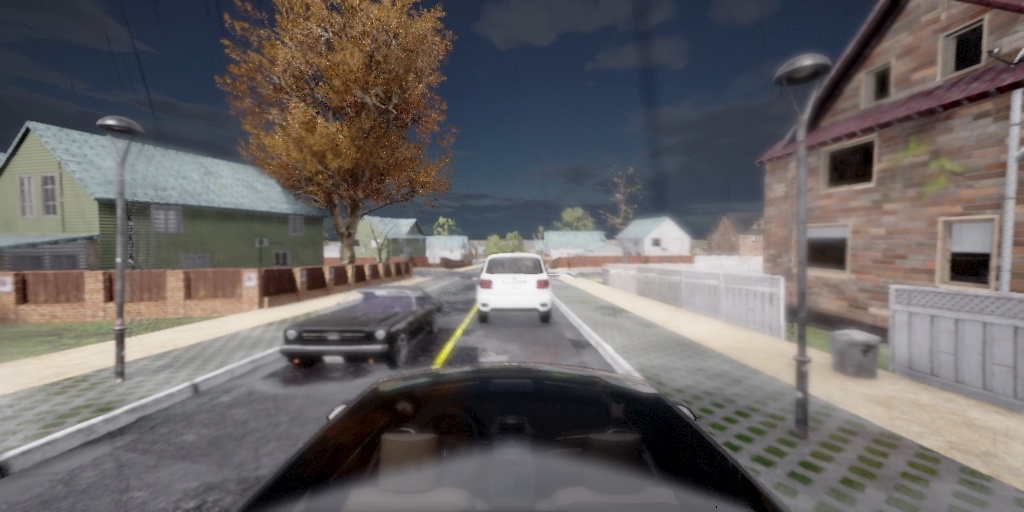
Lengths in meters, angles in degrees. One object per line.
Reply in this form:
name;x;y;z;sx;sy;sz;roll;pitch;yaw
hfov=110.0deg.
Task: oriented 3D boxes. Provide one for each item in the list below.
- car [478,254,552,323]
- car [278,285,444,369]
car;0.085;0.993;12.299;2.150;2.045;5.566;0;-1;0
car;-2.852;1.367;7.959;1.895;1.301;4.718;0;0;0
